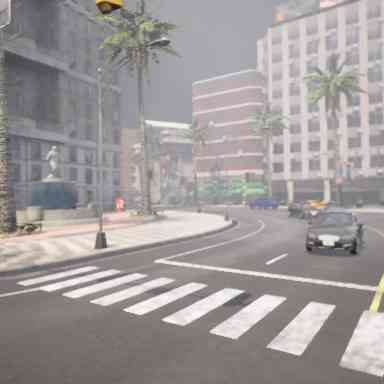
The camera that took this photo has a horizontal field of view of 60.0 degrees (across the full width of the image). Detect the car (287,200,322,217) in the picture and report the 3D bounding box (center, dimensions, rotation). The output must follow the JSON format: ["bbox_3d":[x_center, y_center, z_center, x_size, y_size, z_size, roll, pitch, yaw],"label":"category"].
[{"bbox_3d":[10.883,1.793,32.546,2.128,1.511,4.902,-1,-1,-4],"label":"car"}]

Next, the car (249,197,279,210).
[{"bbox_3d":[11.634,1.802,54.025,2.150,2.045,5.566,0,-1,-31],"label":"car"}]

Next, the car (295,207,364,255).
[{"bbox_3d":[6.176,1.608,14.172,2.128,1.511,4.902,-1,-1,30],"label":"car"}]

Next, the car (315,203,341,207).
[{"bbox_3d":[9.803,1.708,22.638,1.812,1.442,4.674,-1,-1,14],"label":"car"}]

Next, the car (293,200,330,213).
[{"bbox_3d":[15.878,1.874,44.469,1.882,1.535,5.008,0,-1,-19],"label":"car"}]
